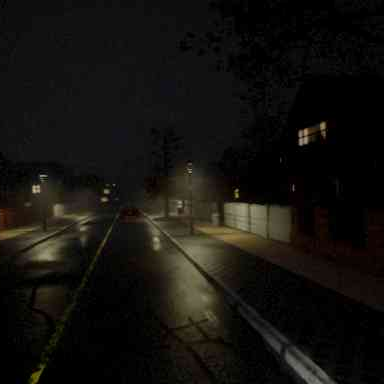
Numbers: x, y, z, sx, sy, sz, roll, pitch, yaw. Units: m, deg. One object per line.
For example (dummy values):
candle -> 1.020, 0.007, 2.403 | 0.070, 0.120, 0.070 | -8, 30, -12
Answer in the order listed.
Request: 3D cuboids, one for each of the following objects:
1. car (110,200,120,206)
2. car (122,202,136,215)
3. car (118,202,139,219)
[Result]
car -> -16.350, 2.395, 70.353 | 1.882, 1.535, 5.008 | -2, -1, -11
car -> -8.838, 2.253, 46.812 | 1.837, 1.490, 4.892 | -2, 0, -11
car -> -6.788, 2.040, 36.325 | 1.882, 1.535, 5.008 | -2, -1, -11
